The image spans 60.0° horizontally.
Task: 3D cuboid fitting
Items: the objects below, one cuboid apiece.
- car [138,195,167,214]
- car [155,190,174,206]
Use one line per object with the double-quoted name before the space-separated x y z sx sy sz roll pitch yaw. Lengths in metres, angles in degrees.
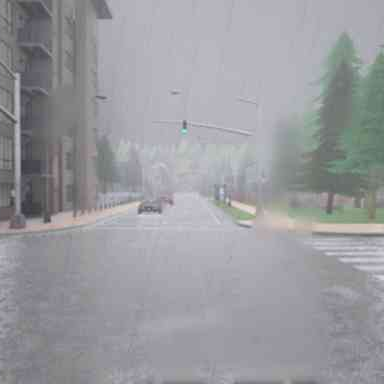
"car" -3.624 1.225 29.864 1.994 1.385 4.181 0 1 0
"car" -3.627 0.718 44.527 2.150 2.045 5.566 0 1 0
